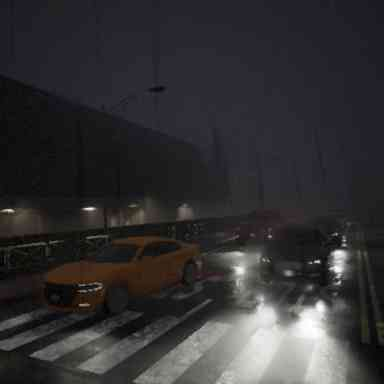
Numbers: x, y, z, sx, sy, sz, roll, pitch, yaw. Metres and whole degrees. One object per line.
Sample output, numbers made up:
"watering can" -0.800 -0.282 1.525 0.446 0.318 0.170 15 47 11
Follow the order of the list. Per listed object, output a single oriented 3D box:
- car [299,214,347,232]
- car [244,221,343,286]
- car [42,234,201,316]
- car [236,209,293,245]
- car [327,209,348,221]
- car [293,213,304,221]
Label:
"car" 7.666 2.237 19.199 1.812 1.442 4.674 -3 -3 26
"car" 3.578 1.929 10.894 2.128 1.511 4.902 -3 -3 26
"car" -1.581 1.999 9.088 1.882 1.535 5.008 -4 -3 30
"car" 4.531 2.116 20.760 2.150 2.045 5.566 -3 -3 26
"car" 12.253 2.498 28.572 1.882 1.535 5.008 -3 -3 26
"car" 9.604 2.712 31.115 1.882 1.535 5.008 -3 -3 26
